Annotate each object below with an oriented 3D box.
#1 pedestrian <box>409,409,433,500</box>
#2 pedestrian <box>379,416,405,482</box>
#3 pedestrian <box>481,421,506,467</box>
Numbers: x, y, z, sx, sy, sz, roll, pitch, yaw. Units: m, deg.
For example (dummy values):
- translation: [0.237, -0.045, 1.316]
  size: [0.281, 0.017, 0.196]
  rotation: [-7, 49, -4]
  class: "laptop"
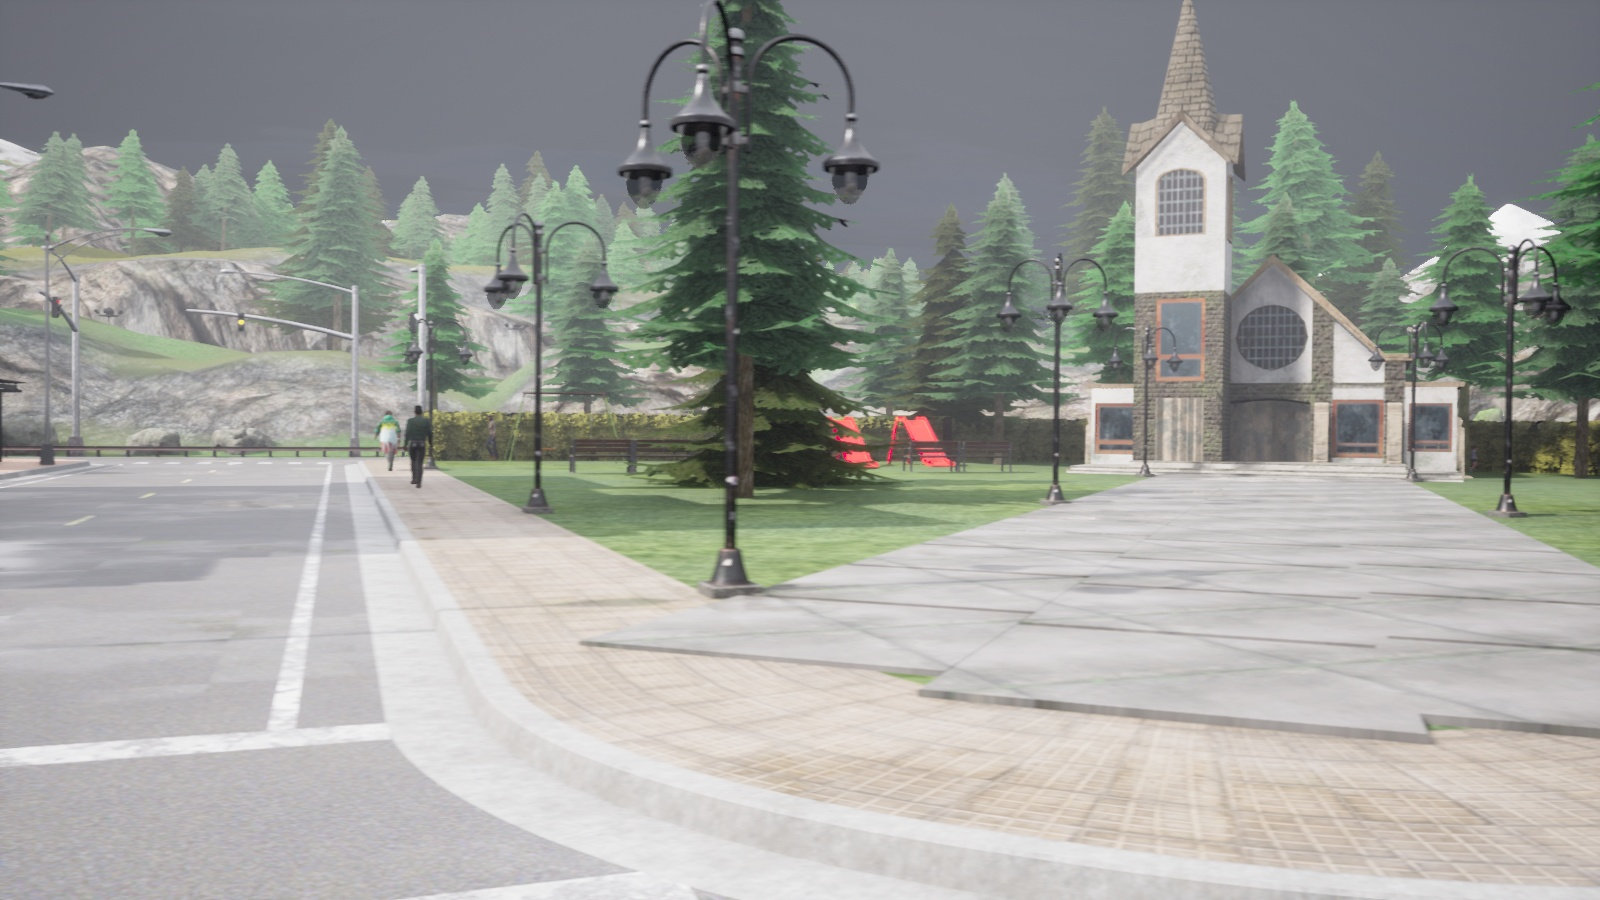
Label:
- translation: [-8.309, 0.086, 27.512]
  size: [0.423, 1.949, 0.788]
  rotation: [-1, 1, -21]
  class: "pedestrian"
- translation: [-12.297, -0.040, 37.883]
  size: [0.659, 1.952, 0.873]
  rotation: [-1, 1, -22]
  class: "pedestrian"
- translation: [-12.115, -0.244, 49.599]
  size: [0.869, 1.805, 0.328]
  rotation: [-1, 1, -31]
  class: "pedestrian"
